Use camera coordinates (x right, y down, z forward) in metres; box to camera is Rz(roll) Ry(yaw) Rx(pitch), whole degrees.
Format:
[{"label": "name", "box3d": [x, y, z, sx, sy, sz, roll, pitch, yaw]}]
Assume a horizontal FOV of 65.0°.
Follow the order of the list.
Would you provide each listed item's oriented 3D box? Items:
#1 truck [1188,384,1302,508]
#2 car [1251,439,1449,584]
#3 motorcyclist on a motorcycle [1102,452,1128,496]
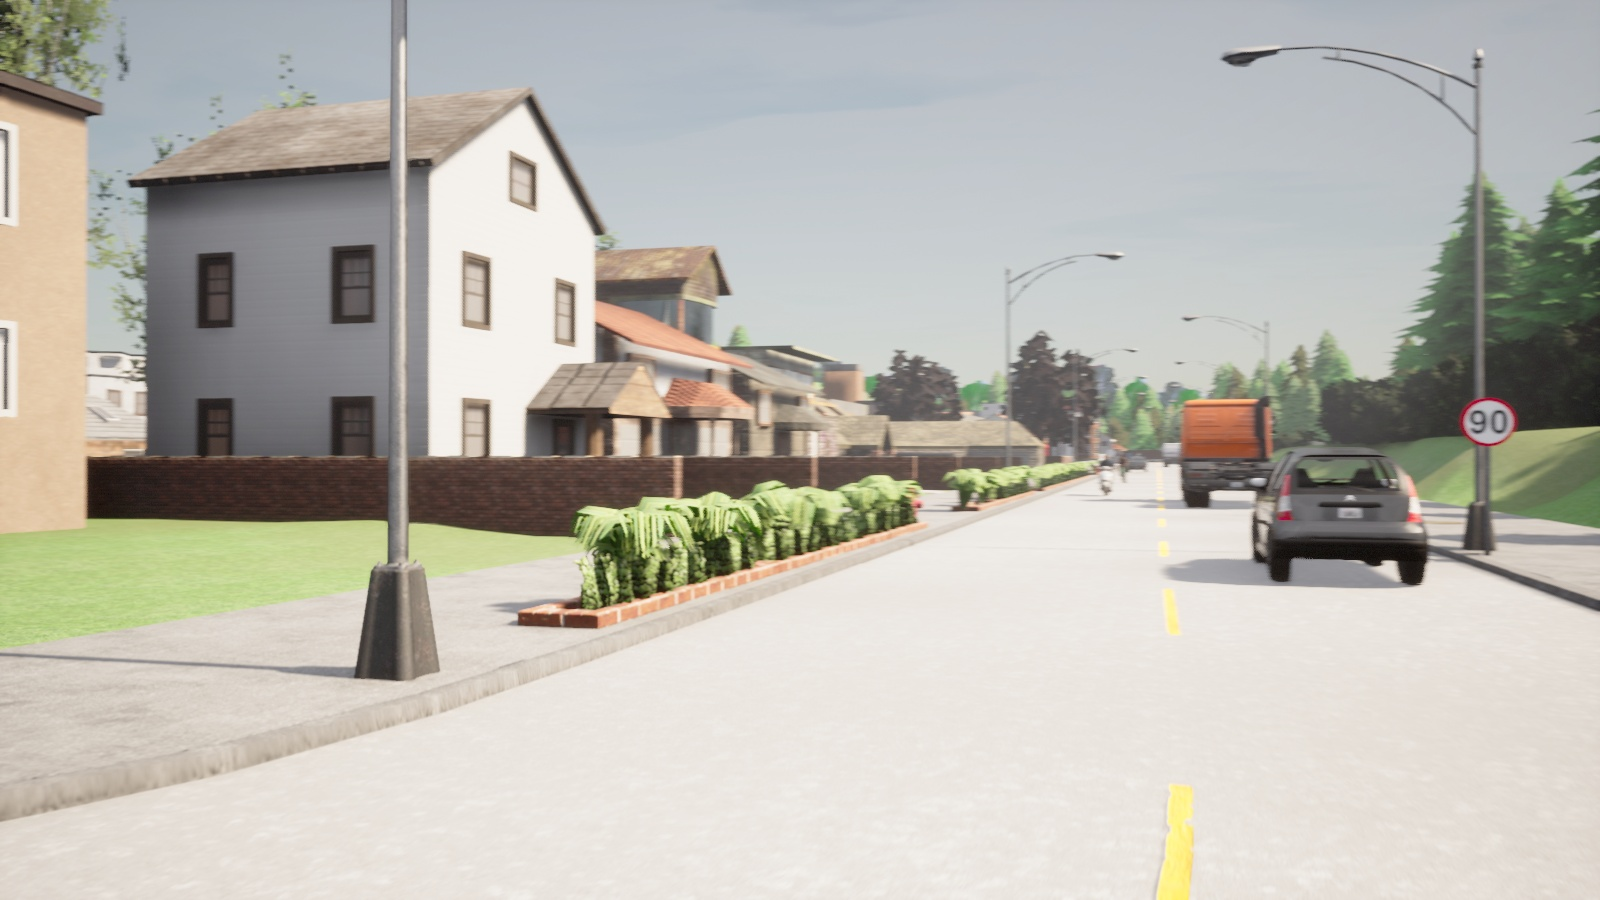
[{"label": "truck", "box3d": [13.640, -0.092, 39.062, 2.891, 3.462, 7.936, 0, 0, 16]}, {"label": "car", "box3d": [6.934, 0.698, 16.223, 1.851, 1.617, 3.988, 0, 0, 16]}, {"label": "motorcyclist on a motorcycle", "box3d": [11.768, 0.891, 46.857, 0.866, 1.590, 1.817, 0, 0, 16]}]
